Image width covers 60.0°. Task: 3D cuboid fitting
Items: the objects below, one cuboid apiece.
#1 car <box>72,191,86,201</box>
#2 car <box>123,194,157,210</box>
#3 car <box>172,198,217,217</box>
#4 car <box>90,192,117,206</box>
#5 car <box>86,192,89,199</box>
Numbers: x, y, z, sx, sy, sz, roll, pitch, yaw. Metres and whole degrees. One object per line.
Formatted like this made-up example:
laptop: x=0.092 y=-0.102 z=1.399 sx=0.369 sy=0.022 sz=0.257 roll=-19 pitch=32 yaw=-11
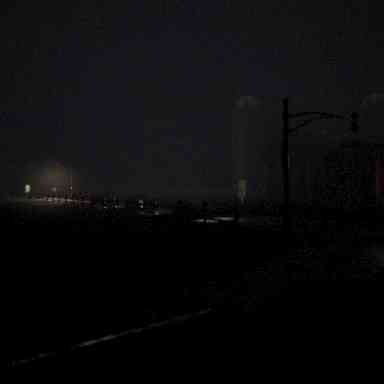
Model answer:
car: x=-20.521 y=0.659 z=61.091 sx=2.097 sy=1.767 sz=4.553 roll=-1 pitch=1 yaw=-36
car: x=-5.571 y=0.981 z=35.525 sx=2.097 sy=1.767 sz=4.553 roll=-1 pitch=1 yaw=-36
car: x=0.093 y=1.245 z=27.687 sx=1.812 sy=1.442 sz=4.674 roll=-1 pitch=1 yaw=-36
car: x=-11.459 y=0.886 z=43.698 sx=2.097 sy=1.767 sz=4.553 roll=-1 pitch=1 yaw=-36
car: x=-14.737 y=0.755 z=53.150 sx=2.097 sy=1.767 sz=4.553 roll=-1 pitch=1 yaw=-35
